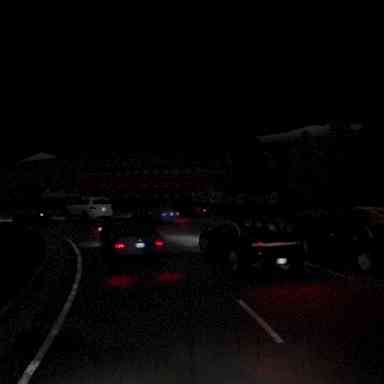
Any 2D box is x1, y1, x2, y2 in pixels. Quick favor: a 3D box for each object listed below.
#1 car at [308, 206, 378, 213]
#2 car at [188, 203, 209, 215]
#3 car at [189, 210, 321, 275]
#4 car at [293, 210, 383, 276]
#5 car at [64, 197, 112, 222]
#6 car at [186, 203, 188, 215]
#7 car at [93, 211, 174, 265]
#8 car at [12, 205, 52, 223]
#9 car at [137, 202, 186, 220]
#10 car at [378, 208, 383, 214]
[{"bbox_3d":[6.866,1.596,17.777,2.128,1.511,4.902,0,-1,-22],"label":"car"},{"bbox_3d":[-0.084,1.830,35.001,1.994,1.385,4.181,0,-1,-42],"label":"car"},{"bbox_3d":[1.662,1.568,10.834,2.128,1.511,4.902,0,0,-15],"label":"car"},{"bbox_3d":[5.286,1.565,10.734,1.837,1.490,4.892,0,0,-15],"label":"car"},{"bbox_3d":[-9.114,1.485,29.118,2.150,2.045,5.566,0,-1,-45],"label":"car"},{"bbox_3d":[-2.991,1.770,33.008,1.837,1.490,4.892,1,-1,-43],"label":"car"},{"bbox_3d":[-2.358,1.652,12.253,2.033,1.411,5.357,0,0,-19],"label":"car"},{"bbox_3d":[-13.801,1.844,28.552,4.181,1.385,1.994,-1,-1,41],"label":"car"},{"bbox_3d":[-3.112,1.771,27.561,2.033,1.411,5.357,0,-1,-38],"label":"car"},{"bbox_3d":[9.919,1.581,19.513,1.882,1.535,5.008,0,-1,-22],"label":"car"}]
